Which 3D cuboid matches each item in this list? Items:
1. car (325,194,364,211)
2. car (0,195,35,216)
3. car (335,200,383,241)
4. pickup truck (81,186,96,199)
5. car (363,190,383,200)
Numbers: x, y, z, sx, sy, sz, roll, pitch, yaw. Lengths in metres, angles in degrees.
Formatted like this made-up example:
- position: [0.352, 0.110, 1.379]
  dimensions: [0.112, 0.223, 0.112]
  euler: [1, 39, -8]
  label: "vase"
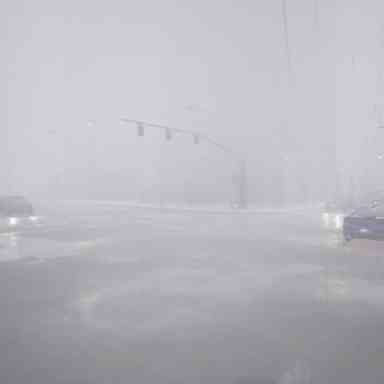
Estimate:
- position: [14.602, 1.115, 32.367]
  dimensions: [2.128, 1.511, 4.902]
  euler: [1, 1, 42]
  label: "car"
- position: [-14.270, 1.007, 26.441]
  dimensions: [4.892, 1.490, 1.837]
  euler: [1, 1, 42]
  label: "car"
- position: [8.273, 1.316, 14.638]
  dimensions: [1.882, 1.535, 5.008]
  euler: [1, 1, 42]
  label: "car"
- position: [-17.530, 0.097, 56.325]
  dimensions: [2.390, 2.098, 6.274]
  euler: [0, 1, -18]
  label: "pickup truck"
- position: [22.143, 0.778, 40.682]
  dimensions: [2.150, 2.045, 5.566]
  euler: [1, 1, 42]
  label: "car"
